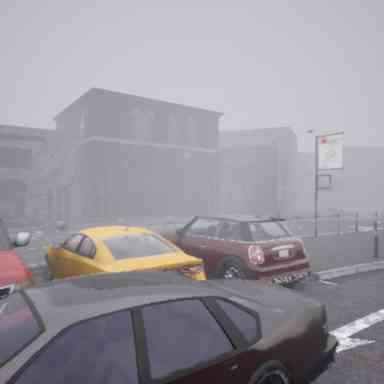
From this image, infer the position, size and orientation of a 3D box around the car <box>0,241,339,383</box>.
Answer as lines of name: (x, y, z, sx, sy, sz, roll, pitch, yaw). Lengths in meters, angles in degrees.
car: (-0.893, 1.546, 2.977, 5.357, 1.411, 2.033, 0, 0, -35)

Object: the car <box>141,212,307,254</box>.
car: (0.744, 1.340, 8.882, 2.185, 1.767, 4.553, 0, 0, -36)
